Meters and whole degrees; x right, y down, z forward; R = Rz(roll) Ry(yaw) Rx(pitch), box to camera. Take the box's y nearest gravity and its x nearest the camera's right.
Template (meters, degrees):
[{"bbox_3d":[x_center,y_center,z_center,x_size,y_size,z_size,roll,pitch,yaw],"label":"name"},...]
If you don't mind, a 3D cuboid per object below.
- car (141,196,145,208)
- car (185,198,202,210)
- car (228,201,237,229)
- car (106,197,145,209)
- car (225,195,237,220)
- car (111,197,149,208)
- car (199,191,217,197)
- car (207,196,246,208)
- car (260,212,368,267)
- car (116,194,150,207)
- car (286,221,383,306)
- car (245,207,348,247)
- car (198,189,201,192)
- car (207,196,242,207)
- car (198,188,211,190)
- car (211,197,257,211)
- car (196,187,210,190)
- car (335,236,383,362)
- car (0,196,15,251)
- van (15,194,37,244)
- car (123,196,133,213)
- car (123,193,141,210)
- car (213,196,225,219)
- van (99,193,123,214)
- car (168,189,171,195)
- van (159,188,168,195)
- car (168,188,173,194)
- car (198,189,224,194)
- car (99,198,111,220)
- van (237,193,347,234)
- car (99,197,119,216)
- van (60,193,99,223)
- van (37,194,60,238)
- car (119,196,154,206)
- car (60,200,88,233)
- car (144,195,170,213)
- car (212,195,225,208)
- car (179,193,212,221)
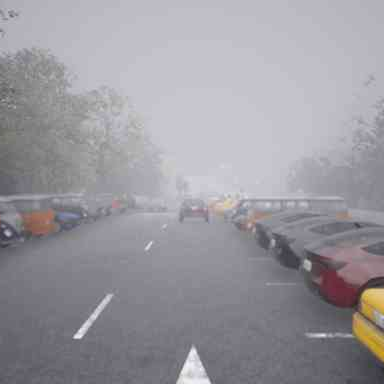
[{"bbox_3d":[-8.278,1.347,39.820,5.366,1.575,1.946,0,0,0],"label":"car"},{"bbox_3d":[0.182,1.437,42.220,1.994,1.385,4.181,0,0,0],"label":"car"},{"bbox_3d":[4.543,1.391,17.578,4.792,1.488,2.163,0,0,0],"label":"car"},{"bbox_3d":[-8.455,1.396,42.591,4.674,1.452,2.002,0,0,0],"label":"car"},{"bbox_3d":[4.547,1.220,20.350,4.553,1.767,2.185,0,0,0],"label":"car"},{"bbox_3d":[-8.423,1.391,45.361,4.792,1.488,2.163,0,0,0],"label":"car"},{"bbox_3d":[4.473,0.515,91.848,4.892,1.521,2.231,0,1,0],"label":"car"},{"bbox_3d":[4.622,1.359,45.329,5.008,1.535,2.097,0,0,0],"label":"car"},{"bbox_3d":[4.586,1.446,9.249,4.792,1.488,2.163,0,0,0],"label":"car"},{"bbox_3d":[-8.478,1.241,48.007,4.553,1.767,2.185,0,0,0],"label":"car"},{"bbox_3d":[4.580,1.465,6.473,4.792,1.488,2.163,0,0,0],"label":"car"},{"bbox_3d":[4.591,1.428,12.025,4.792,1.488,2.163,0,0,0],"label":"car"},{"bbox_3d":[4.406,0.655,80.700,4.792,1.488,2.163,0,0,0],"label":"car"},{"bbox_3d":[4.662,1.394,48.105,4.792,1.488,2.163,0,0,0],"label":"car"},{"bbox_3d":[4.412,0.484,83.485,4.553,1.767,2.185,0,0,0],"label":"car"},{"bbox_3d":[4.605,1.343,37.000,4.892,1.521,2.231,0,0,0],"label":"car"},{"bbox_3d":[4.430,0.304,89.055,5.566,2.045,2.435,0,1,0],"label":"car"},{"bbox_3d":[4.731,1.451,3.696,5.366,1.575,1.946,0,0,0],"label":"car"},{"bbox_3d":[-8.495,1.167,9.358,5.566,2.045,2.435,0,0,0],"label":"car"},{"bbox_3d":[-8.401,1.174,12.128,4.442,1.987,1.878,0,0,0],"label":"van"},{"bbox_3d":[-8.451,1.362,31.512,4.792,1.488,2.163,0,0,0],"label":"car"},{"bbox_3d":[-8.503,1.087,34.282,5.566,2.045,2.435,0,0,0],"label":"car"},{"bbox_3d":[4.780,1.324,28.550,5.366,1.575,1.946,0,0,0],"label":"car"},{"bbox_3d":[-8.602,1.104,28.618,4.442,1.987,1.878,0,0,0],"label":"van"},{"bbox_3d":[-8.657,0.619,86.240,4.792,1.488,2.163,0,0,0],"label":"car"},{"bbox_3d":[-8.526,0.419,77.868,4.442,1.987,1.878,1,0,0],"label":"van"},{"bbox_3d":[-8.799,0.514,91.827,5.366,1.575,1.946,0,1,0],"label":"car"},{"bbox_3d":[4.457,0.670,77.916,4.792,1.488,2.163,0,0,0],"label":"car"},{"bbox_3d":[-8.525,1.365,23.207,4.792,1.488,2.163,0,0,0],"label":"car"},{"bbox_3d":[4.451,1.154,14.800,4.442,1.987,1.878,0,0,0],"label":"van"},{"bbox_3d":[-8.520,1.359,25.847,4.792,1.488,2.163,0,0,0],"label":"car"},{"bbox_3d":[-8.393,1.122,20.454,4.442,1.987,1.878,0,0,0],"label":"van"},{"bbox_3d":[-8.629,1.156,14.899,4.442,1.987,1.878,0,0,0],"label":"van"},{"bbox_3d":[-8.436,1.372,50.778,5.008,1.535,2.097,0,0,0],"label":"car"},{"bbox_3d":[-8.512,1.363,17.670,5.008,1.535,2.097,0,0,0],"label":"car"},{"bbox_3d":[-3.527,1.385,35.015,1.812,1.442,4.674,0,0,0],"label":"car"},{"bbox_3d":[4.791,1.333,34.224,5.366,1.575,1.946,0,0,0],"label":"car"},{"bbox_3d":[0.148,1.200,25.491,2.097,1.767,4.553,0,0,0],"label":"car"}]
